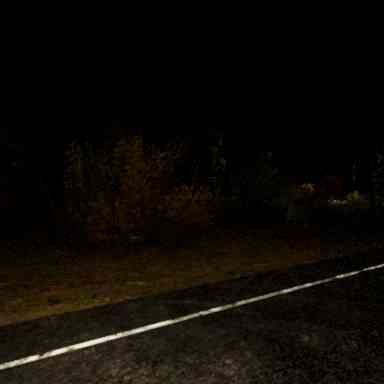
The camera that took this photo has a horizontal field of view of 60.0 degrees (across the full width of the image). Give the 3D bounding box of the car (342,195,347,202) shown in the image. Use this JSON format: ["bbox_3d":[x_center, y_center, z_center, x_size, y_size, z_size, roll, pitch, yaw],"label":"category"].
[{"bbox_3d":[33.621,1.317,69.202,1.882,1.535,5.008,0,0,-37],"label":"car"}]
